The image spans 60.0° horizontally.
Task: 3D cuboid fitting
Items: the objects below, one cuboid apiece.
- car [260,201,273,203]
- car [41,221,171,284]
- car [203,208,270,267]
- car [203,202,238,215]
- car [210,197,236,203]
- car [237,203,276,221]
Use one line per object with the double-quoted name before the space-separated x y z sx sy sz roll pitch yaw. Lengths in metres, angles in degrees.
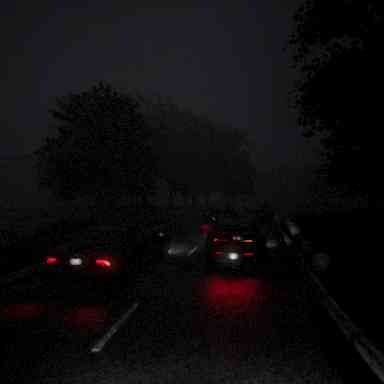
"car" 14.029 2.391 63.825 1.994 1.385 4.181 1 -1 -38
"car" -2.074 1.562 9.680 2.033 1.411 5.357 0 0 10
"car" 1.591 1.527 11.592 1.837 1.490 4.892 0 0 11
"car" 2.577 1.767 27.595 1.895 1.301 4.718 0 -1 23
"car" 6.830 2.341 66.394 4.902 1.511 2.128 0 -1 32
"car" 5.413 1.767 27.049 1.895 1.301 4.718 0 -1 24
